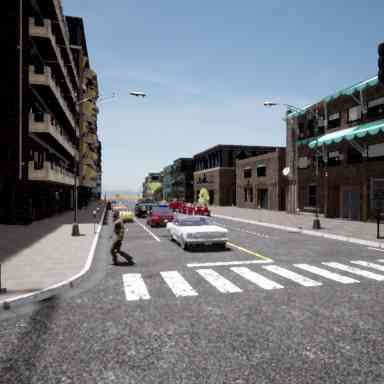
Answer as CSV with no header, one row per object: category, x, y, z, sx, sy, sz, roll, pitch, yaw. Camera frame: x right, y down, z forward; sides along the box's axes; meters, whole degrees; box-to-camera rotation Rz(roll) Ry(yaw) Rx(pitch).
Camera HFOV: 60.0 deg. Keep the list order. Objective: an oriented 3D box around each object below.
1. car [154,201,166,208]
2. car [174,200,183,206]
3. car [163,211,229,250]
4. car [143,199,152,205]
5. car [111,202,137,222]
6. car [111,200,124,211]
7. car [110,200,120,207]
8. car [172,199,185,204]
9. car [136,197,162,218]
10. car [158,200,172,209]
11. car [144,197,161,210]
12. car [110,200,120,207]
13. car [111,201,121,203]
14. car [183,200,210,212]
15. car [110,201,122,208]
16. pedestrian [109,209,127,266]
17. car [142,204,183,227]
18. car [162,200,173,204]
car,-6.222,2.360,64.683,1.802,1.307,4.206,-1,-1,-14
car,-0.722,2.086,42.651,1.802,1.307,4.206,-1,-1,-14
car,0.115,1.773,15.423,1.895,1.301,4.718,0,-1,-14
car,-11.763,2.584,86.880,1.752,1.417,4.829,-1,-1,-14
car,-6.141,1.870,29.451,1.752,1.417,4.829,-1,-1,-14
car,-11.617,2.061,51.665,1.967,1.590,4.097,-1,-1,-14
car,-17.110,2.448,73.698,2.008,1.369,4.403,-1,-1,-14
car,-2.100,1.887,48.162,2.192,1.841,5.009,-1,-1,-14
car,-4.876,1.640,35.483,2.150,2.045,5.566,0,-1,-13
car,-4.889,2.237,59.341,1.752,1.417,4.829,-1,-1,-14
car,-6.729,1.888,55.649,2.150,2.045,5.566,0,-1,-14
car,-15.735,2.372,68.189,1.887,1.381,4.507,-1,-1,-14
car,-7.505,1.966,35.136,2.008,1.369,4.403,-1,-1,-14
car,0.671,1.876,37.151,1.967,1.590,4.097,-1,-1,-14
car,-14.360,2.324,62.681,1.947,1.339,4.313,-1,-1,-14
pedestrian,-2.365,1.410,10.623,0.375,1.860,0.375,-1,0,-14
car,-2.328,1.855,25.177,1.994,1.385,4.181,0,-1,-15
car,-4.271,2.111,46.022,1.994,1.385,4.181,0,-1,-14
